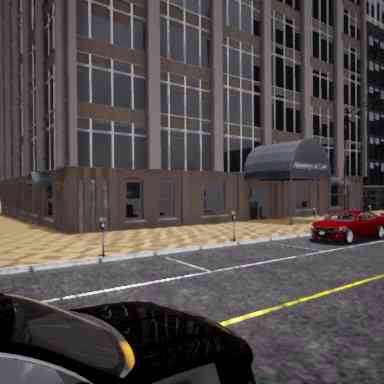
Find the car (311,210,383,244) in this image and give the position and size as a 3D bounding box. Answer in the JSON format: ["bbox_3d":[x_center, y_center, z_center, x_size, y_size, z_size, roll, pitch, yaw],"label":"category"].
[{"bbox_3d":[7.474,1.541,15.764,4.507,1.381,1.887,0,-1,-35],"label":"car"}]

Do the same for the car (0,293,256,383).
[{"bbox_3d":[-1.704,1.477,2.218,5.008,1.535,1.882,0,0,-36],"label":"car"}]
